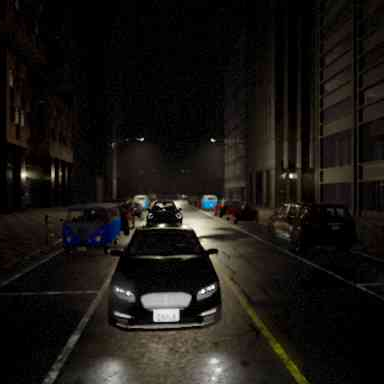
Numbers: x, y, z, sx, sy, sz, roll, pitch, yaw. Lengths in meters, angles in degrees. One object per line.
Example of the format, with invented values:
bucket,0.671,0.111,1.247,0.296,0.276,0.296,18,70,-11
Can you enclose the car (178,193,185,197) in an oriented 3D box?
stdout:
car,-1.893,1.573,86.366,2.008,1.369,4.403,0,0,-5

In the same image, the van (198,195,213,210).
van,2.164,1.339,41.677,1.690,1.788,3.998,0,0,-5

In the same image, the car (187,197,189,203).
car,0.627,1.524,58.606,1.752,1.417,4.829,0,0,-5

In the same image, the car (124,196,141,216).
car,-4.297,1.313,18.552,2.192,1.841,5.009,0,0,-5

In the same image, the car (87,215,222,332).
car,-0.591,1.491,7.177,2.128,1.511,4.902,0,0,-5

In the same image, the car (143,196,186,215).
car,-1.724,1.350,20.704,2.097,1.767,4.553,0,0,-5

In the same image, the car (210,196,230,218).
car,3.178,1.437,30.505,1.967,1.590,4.097,0,0,-5

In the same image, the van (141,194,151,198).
van,-6.326,1.340,40.898,1.690,1.788,3.998,0,0,-5

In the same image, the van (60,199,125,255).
van,-3.790,1.340,12.966,1.690,1.788,3.998,0,0,-5

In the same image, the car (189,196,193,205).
car,1.150,1.565,52.850,1.947,1.339,4.313,0,0,-5

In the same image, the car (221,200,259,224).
car,3.685,1.542,24.919,1.887,1.381,4.507,0,0,-5

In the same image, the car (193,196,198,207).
car,1.657,1.543,47.264,1.887,1.381,4.507,0,0,-5

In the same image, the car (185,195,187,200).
car,0.120,1.526,64.192,1.752,1.417,4.829,0,0,-5

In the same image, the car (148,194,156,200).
car,-10.890,1.469,91.177,1.967,1.590,4.097,0,0,-5

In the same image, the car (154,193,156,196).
car,-8.846,1.531,68.661,1.752,1.417,4.829,0,0,-5

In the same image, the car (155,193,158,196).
car,-10.383,1.589,85.590,1.947,1.339,4.313,0,0,-5

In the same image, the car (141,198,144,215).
car,-5.311,1.549,29.725,2.008,1.369,4.403,0,0,-5

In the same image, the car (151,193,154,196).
car,-7.340,1.440,52.072,1.967,1.590,4.097,0,0,-5

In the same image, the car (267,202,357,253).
car,4.699,1.313,13.747,2.192,1.841,5.009,0,0,-5
